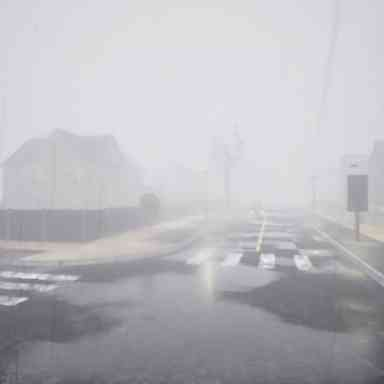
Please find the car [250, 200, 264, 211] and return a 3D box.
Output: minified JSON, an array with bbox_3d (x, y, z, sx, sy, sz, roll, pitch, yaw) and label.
[{"bbox_3d":[9.851,1.977,50.349,1.882,1.535,5.008,0,-1,14],"label":"car"}]
